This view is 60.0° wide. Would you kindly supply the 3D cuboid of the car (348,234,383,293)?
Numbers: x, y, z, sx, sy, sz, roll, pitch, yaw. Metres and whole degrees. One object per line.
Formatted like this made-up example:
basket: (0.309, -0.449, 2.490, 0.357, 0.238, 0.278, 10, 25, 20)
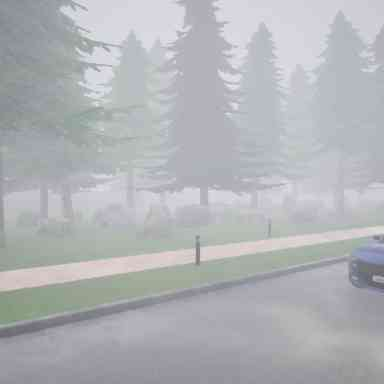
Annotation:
car: (5.785, 1.477, 8.088, 5.008, 1.535, 1.882, 0, 0, -35)
